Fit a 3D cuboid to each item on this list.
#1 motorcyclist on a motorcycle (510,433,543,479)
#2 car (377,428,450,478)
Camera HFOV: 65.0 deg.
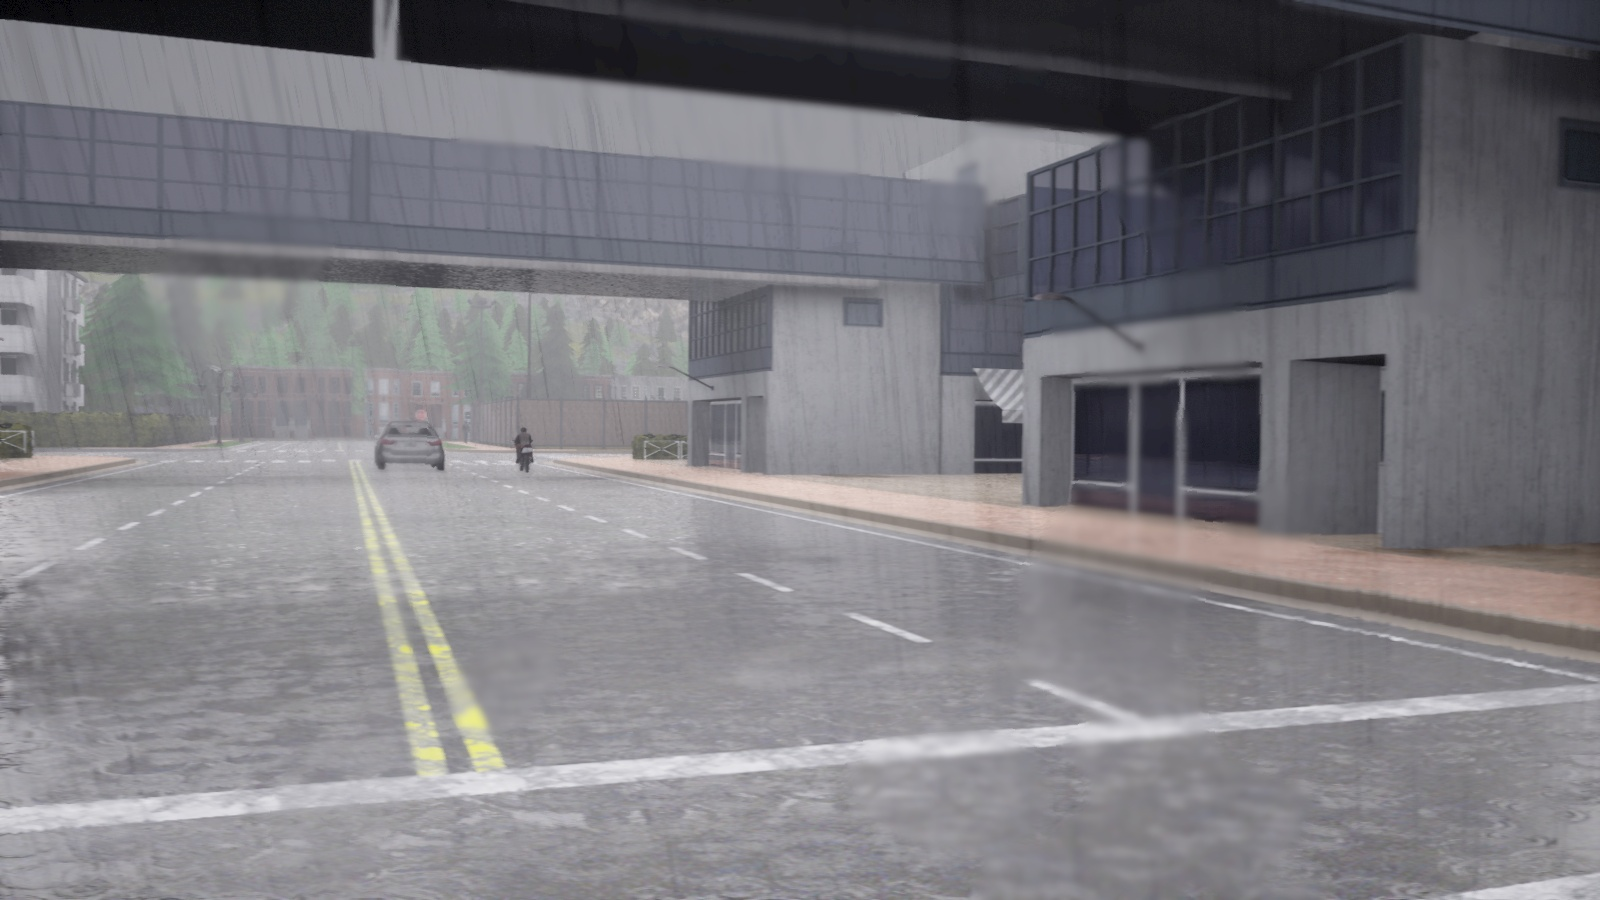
[{"bbox_3d":[-9.260,0.189,42.470,0.797,1.523,2.044,-1,1,-20],"label":"motorcyclist on a motorcycle"},{"bbox_3d":[-13.859,0.062,44.860,2.242,1.667,4.611,-1,1,-20],"label":"car"}]
